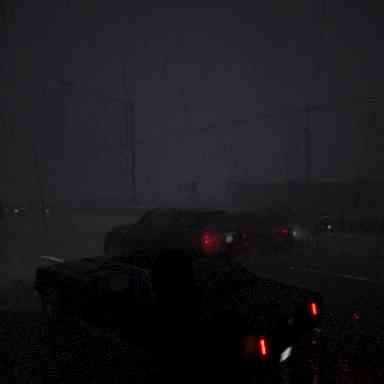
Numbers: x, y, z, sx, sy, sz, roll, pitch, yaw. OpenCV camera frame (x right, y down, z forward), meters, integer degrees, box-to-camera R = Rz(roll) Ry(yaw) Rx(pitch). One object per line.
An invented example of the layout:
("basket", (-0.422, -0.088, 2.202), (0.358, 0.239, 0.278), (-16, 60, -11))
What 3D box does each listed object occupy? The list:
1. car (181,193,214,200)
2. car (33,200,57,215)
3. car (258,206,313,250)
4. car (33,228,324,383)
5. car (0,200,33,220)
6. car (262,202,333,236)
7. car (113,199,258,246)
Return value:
("car", (0.850, 0.883, 47.851), (4.892, 1.490, 1.837), (-1, 1, -23))
("car", (-14.718, 1.417, 31.434), (4.718, 1.301, 1.895), (0, 1, 41))
("car", (1.923, 1.373, 12.288), (4.181, 1.385, 1.994), (0, 1, 41))
("car", (-0.620, 1.537, 5.222), (4.718, 1.301, 1.895), (0, 1, 41))
("car", (-15.102, 1.441, 27.124), (4.181, 1.385, 1.994), (0, 1, 41))
("car", (3.818, 1.234, 15.274), (4.902, 1.511, 2.128), (0, 1, 41))
("car", (-0.653, 1.230, 9.884), (4.553, 1.767, 2.097), (0, 1, 41))
